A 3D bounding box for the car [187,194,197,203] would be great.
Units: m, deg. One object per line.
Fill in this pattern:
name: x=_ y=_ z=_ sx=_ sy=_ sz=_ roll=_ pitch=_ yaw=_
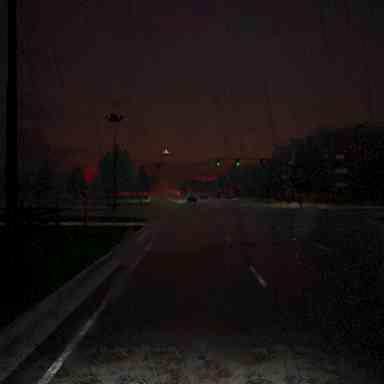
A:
car: x=-0.016 y=1.445 z=66.063 sx=1.812 sy=1.442 sz=4.674 roll=0 pitch=0 yaw=0
